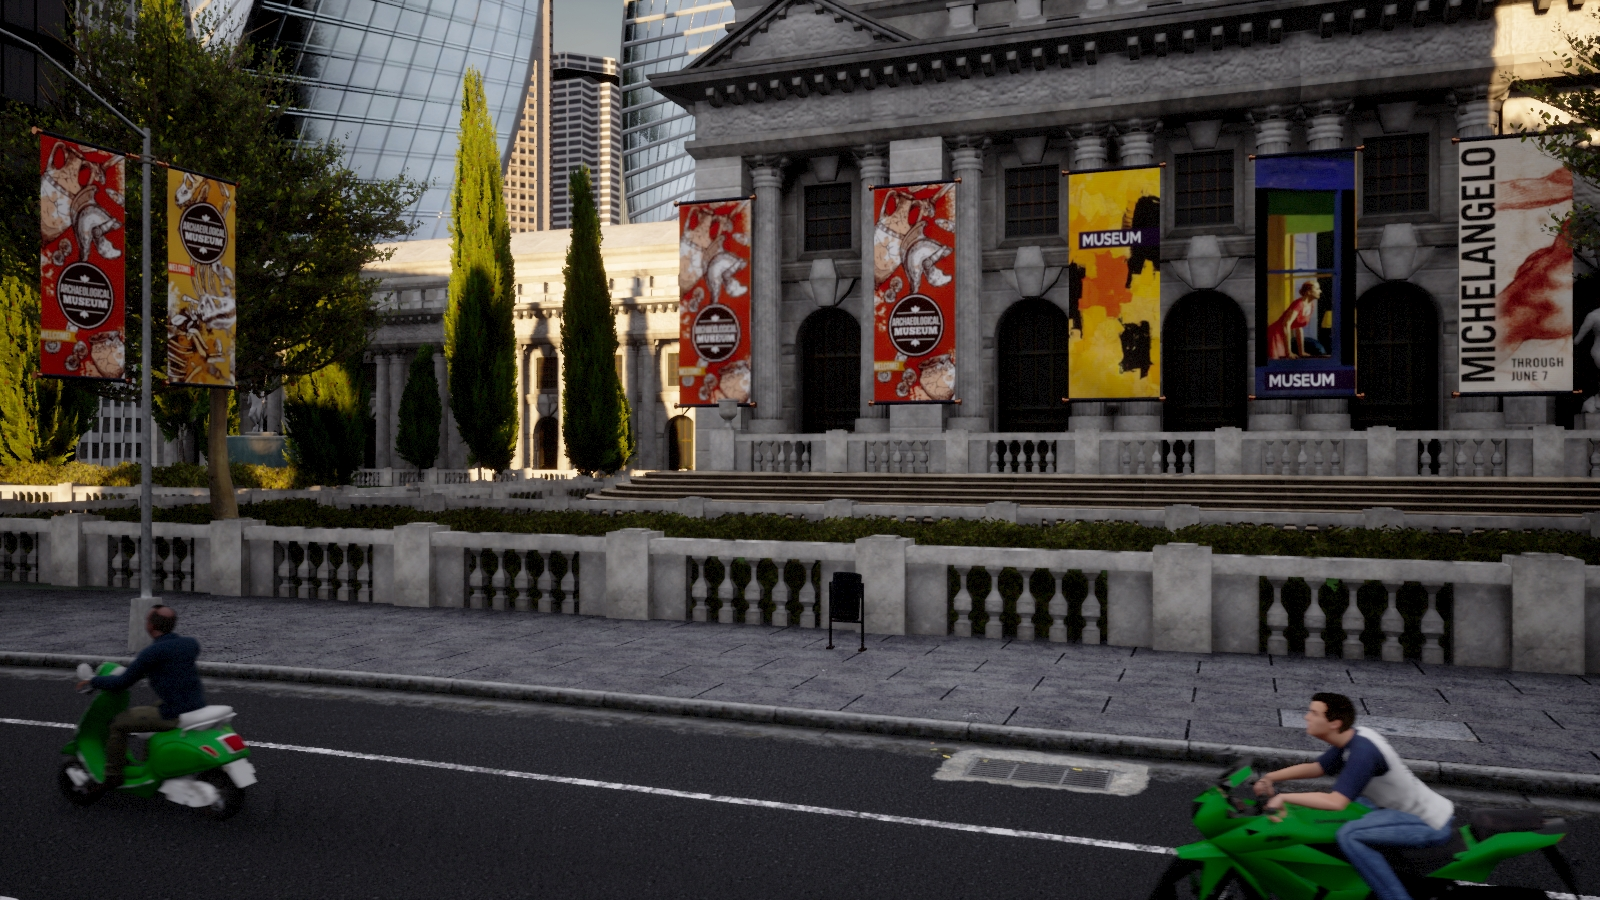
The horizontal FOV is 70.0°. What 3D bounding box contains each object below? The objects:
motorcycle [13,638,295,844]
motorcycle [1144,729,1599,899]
[{"bbox_3d":[-4.961,2.182,8.808,1.805,1.236,0.856,0,1,16],"label":"motorcycle"},{"bbox_3d":[2.887,2.213,5.983,2.033,1.145,0.803,0,0,21],"label":"motorcycle"}]
